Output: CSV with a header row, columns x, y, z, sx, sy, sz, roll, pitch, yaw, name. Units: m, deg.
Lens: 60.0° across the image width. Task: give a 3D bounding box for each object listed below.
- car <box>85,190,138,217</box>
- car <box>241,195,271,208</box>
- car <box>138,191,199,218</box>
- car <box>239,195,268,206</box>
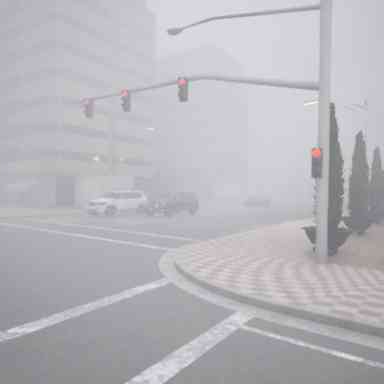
x,y,z,sx,sy,sz,roll,pitch,yaw,name
-6.086,0.891,27.622,2.150,2.045,5.566,1,1,35,car
8.378,1.210,42.048,1.882,1.535,5.008,1,1,35,car
-1.587,0.956,27.936,2.150,2.045,5.566,1,1,35,car
9.191,1.215,49.236,2.033,1.411,5.357,1,1,36,car
